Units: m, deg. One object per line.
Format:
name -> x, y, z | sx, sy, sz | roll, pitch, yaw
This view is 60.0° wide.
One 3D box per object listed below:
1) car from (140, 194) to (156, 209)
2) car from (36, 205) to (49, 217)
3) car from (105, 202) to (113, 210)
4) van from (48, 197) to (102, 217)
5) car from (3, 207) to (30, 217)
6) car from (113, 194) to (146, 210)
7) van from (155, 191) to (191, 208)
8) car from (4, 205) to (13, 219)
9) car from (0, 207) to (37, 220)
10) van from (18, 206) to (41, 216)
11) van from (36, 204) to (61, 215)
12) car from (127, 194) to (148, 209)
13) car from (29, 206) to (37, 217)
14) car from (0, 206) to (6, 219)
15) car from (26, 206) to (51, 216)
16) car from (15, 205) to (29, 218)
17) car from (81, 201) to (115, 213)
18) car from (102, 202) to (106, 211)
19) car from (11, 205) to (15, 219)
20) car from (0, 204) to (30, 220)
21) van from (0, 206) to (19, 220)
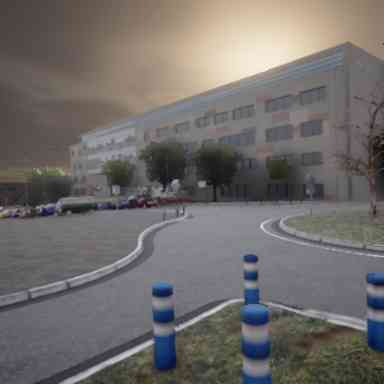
car -> -4.089, 1.332, 45.075 | 2.163, 1.488, 4.792 | -5, -1, 44
car -> -14.449, 1.985, 37.903 | 2.097, 1.535, 5.008 | -5, -1, 44
car -> -10.130, 1.916, 50.824 | 2.163, 1.488, 4.792 | -6, -2, 44
van -> -12.550, 1.586, 35.903 | 1.878, 1.987, 4.442 | -5, -1, 44
car -> -44.193, 5.078, 83.770 | 2.435, 2.045, 5.566 | -6, -2, 44
car -> -8.148, 1.434, 48.895 | 2.435, 2.045, 5.566 | -6, -2, 44
van -> -2.044, 0.914, 43.210 | 1.878, 1.987, 4.442 | -5, -1, 44
car -> -22.541, 2.839, 45.728 | 2.002, 1.452, 4.674 | -6, -2, 44
car -> -26.425, 3.193, 49.728 | 1.946, 1.575, 5.366 | -6, -2, 44
van -> -38.114, 4.492, 78.027 | 1.878, 1.987, 4.442 | -6, -2, 44
van -> -30.258, 3.691, 70.118 | 1.878, 1.987, 4.442 | -6, -2, 44
car -> -6.146, 1.489, 47.016 | 2.097, 1.535, 5.008 | -6, -2, 43
car -> -16.436, 2.056, 39.864 | 2.185, 1.767, 4.553 | -6, -1, 44
car -> -24.455, 3.032, 47.575 | 2.002, 1.452, 4.674 | -6, -2, 44
car -> -34.158, 4.190, 74.094 | 2.185, 1.767, 4.553 | -6, -2, 44
car -> -18.670, 2.399, 41.727 | 1.946, 1.575, 5.366 | -6, -2, 44
car -> -15.998, 2.483, 56.785 | 1.946, 1.575, 5.366 | -6, -2, 44
car -> -14.099, 2.319, 54.737 | 2.163, 1.488, 4.792 | -6, -2, 44
car -> -20.523, 2.625, 43.815 | 2.163, 1.488, 4.792 | -6, -2, 44
car -> -28.506, 3.148, 51.425 | 2.435, 2.045, 5.566 | -6, -2, 44
van -> -30.568, 3.379, 53.295 | 1.878, 1.987, 4.442 | -6, -2, 44
